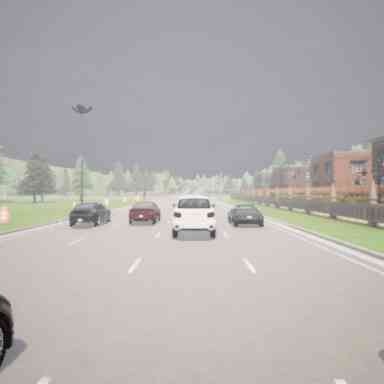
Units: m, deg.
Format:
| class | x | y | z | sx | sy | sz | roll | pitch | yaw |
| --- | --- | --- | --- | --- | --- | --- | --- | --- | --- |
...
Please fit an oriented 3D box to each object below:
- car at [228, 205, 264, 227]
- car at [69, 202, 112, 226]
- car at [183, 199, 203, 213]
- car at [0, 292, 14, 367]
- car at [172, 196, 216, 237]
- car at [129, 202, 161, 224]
| class | x | y | z | sx | sy | sz | roll | pitch | yaw |
| --- | --- | --- | --- | --- | --- | --- | --- | --- | --- |
| car | 3.601 | 1.539 | 22.786 | 1.994 | 1.385 | 4.181 | 0 | 0 | 0 |
| car | -6.899 | 1.479 | 22.935 | 1.837 | 1.490 | 4.892 | 0 | 0 | 0 |
| car | 0.091 | 1.506 | 37.396 | 2.033 | 1.411 | 5.357 | 0 | 0 | 0 |
| car | -3.399 | 1.349 | 2.549 | 2.097 | 1.767 | 4.553 | 0 | 0 | 0 |
| car | 0.100 | 1.203 | 17.950 | 2.150 | 2.045 | 5.566 | 0 | 0 | 0 |
| car | -3.399 | 1.450 | 24.619 | 1.882 | 1.535 | 5.008 | 0 | 0 | 0 |
